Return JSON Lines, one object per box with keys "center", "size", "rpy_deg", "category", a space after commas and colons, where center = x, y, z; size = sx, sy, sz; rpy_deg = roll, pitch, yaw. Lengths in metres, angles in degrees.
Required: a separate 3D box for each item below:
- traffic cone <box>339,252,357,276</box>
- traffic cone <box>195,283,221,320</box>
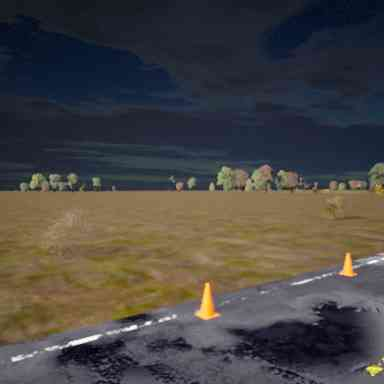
{"center": [4.253, 1.939, 9.044], "size": [0.340, 0.580, 0.340], "rpy_deg": [0, 0, -37], "category": "traffic cone"}
{"center": [0.292, 1.952, 6.071], "size": [0.340, 0.580, 0.340], "rpy_deg": [0, 0, -36], "category": "traffic cone"}
